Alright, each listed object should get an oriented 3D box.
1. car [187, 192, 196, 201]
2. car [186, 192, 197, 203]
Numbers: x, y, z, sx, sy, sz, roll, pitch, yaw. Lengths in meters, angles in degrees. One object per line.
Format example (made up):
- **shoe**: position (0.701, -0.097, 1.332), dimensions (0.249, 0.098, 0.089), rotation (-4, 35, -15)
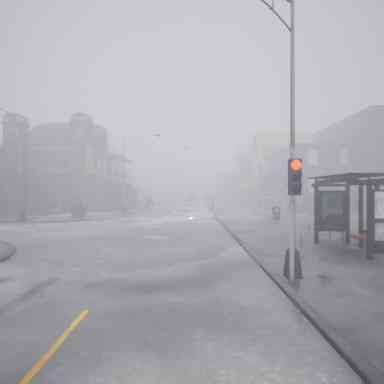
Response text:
- **car**: position (-0.076, 1.051, 77.277), dimensions (2.150, 2.045, 5.566), rotation (0, 0, 0)
- **car**: position (-0.066, 1.346, 67.213), dimensions (2.097, 1.767, 4.553), rotation (0, 0, 0)
